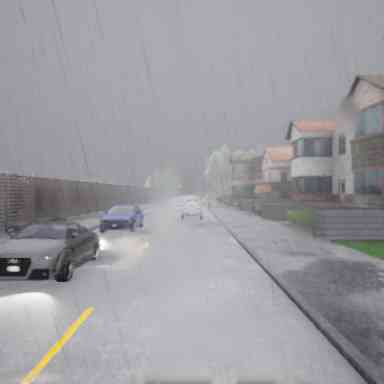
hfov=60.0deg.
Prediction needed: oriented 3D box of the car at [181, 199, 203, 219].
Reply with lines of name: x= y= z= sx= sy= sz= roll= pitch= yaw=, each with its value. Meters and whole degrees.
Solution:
car: x=0.005 y=1.553 z=29.255 sx=1.812 sy=1.442 sz=4.674 roll=0 pitch=0 yaw=1

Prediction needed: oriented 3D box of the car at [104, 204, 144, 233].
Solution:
car: x=-4.078 y=1.496 z=20.026 sx=1.882 sy=1.535 sz=5.008 roll=0 pitch=0 yaw=0

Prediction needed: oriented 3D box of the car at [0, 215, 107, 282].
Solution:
car: x=-4.090 y=1.573 z=9.623 sx=1.994 sy=1.385 sz=4.181 roll=0 pitch=0 yaw=0

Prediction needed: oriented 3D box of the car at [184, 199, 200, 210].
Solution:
car: x=0.041 y=1.605 z=43.900 sx=1.994 sy=1.385 sz=4.181 roll=0 pitch=0 yaw=0
